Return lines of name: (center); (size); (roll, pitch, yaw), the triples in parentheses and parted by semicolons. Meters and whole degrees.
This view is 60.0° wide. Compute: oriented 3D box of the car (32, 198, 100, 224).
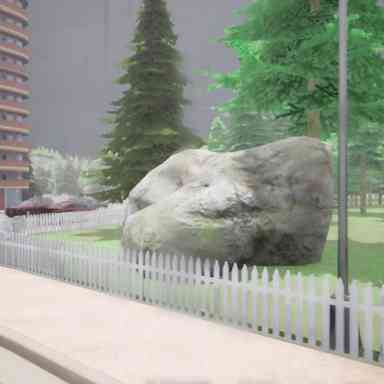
car: (-8.837, 1.439, 24.560); (1.882, 1.535, 5.008); (0, 0, 24)

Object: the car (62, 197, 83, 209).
car: (-16.424, 1.481, 45.894); (1.837, 1.490, 4.892); (0, 0, -8)

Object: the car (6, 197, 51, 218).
car: (-14.447, 1.445, 30.214); (1.882, 1.535, 5.008); (0, 0, 15)

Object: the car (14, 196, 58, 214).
car: (-16.706, 1.324, 35.859); (2.097, 1.767, 4.553); (0, 0, 8)
